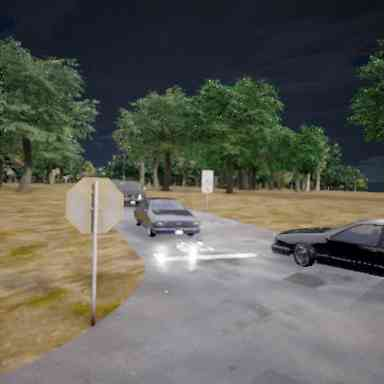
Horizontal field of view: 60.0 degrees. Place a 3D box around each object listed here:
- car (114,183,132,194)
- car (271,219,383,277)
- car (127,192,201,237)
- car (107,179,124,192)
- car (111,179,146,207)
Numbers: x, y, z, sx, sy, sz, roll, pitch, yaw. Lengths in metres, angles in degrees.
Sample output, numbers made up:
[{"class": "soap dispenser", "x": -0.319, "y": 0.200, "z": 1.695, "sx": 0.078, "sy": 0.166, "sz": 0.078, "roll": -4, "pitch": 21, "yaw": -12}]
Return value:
[{"class": "car", "x": -10.253, "y": -0.518, "z": 49.282, "sx": 1.837, "sy": 1.490, "sz": 4.892, "roll": 1, "pitch": 2, "yaw": -20}, {"class": "car", "x": 4.785, "y": 1.414, "z": 8.379, "sx": 5.357, "sy": 1.411, "sz": 2.033, "roll": 5, "pitch": 5, "yaw": 42}, {"class": "car", "x": -1.314, "y": 0.964, "z": 14.545, "sx": 2.033, "sy": 1.411, "sz": 5.357, "roll": 1, "pitch": 2, "yaw": -19}, {"class": "car", "x": -13.627, "y": -1.236, "z": 58.789, "sx": 2.150, "sy": 2.045, "sz": 5.566, "roll": 1, "pitch": 2, "yaw": -20}, {"class": "car", "x": -4.710, "y": 0.210, "z": 24.140, "sx": 2.150, "sy": 2.045, "sz": 5.566, "roll": 1, "pitch": 2, "yaw": -20}]
